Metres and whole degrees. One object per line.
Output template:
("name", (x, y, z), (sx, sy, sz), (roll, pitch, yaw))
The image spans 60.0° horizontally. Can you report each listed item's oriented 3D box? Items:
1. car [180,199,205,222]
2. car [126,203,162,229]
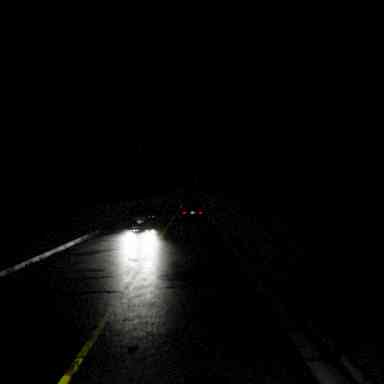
("car", (0.023, 1.520, 26.037), (2.033, 1.411, 5.357), (0, 0, 0))
("car", (-3.064, 1.471, 21.820), (2.128, 1.511, 4.902), (0, 0, 0))
